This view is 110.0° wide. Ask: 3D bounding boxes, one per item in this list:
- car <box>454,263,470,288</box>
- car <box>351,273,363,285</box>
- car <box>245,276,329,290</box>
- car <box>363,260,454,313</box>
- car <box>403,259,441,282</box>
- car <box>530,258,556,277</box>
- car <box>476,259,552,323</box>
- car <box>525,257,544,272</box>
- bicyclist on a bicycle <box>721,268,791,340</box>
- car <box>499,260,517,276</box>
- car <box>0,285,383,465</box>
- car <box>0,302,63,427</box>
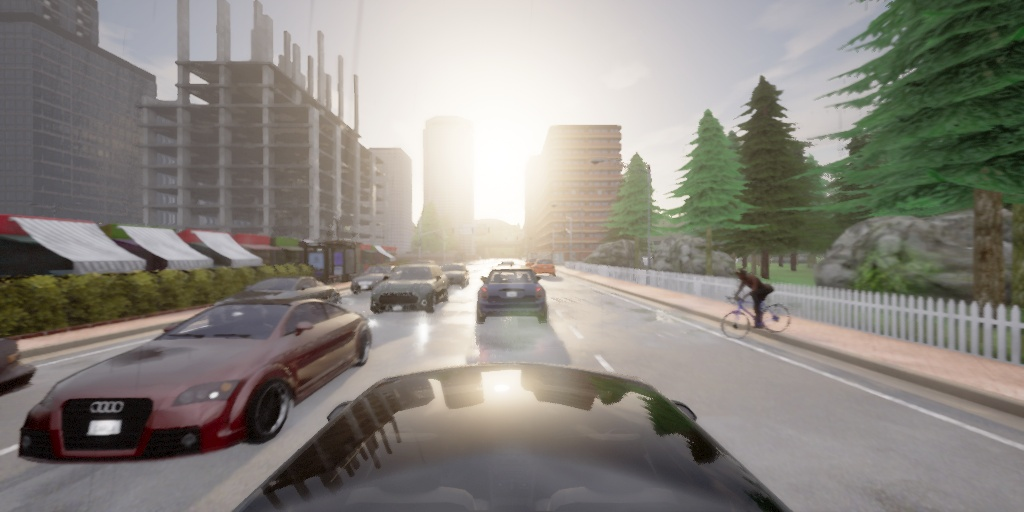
[{"bbox_3d":[-3.892,1.270,24.045,1.837,1.490,4.892,0,0,-1],"label":"car"},{"bbox_3d":[-7.341,1.276,20.255,2.128,1.511,4.902,0,0,-1],"label":"car"},{"bbox_3d":[-7.216,1.351,11.427,1.994,1.385,4.181,0,0,0],"label":"car"},{"bbox_3d":[-3.756,1.119,13.950,2.097,1.767,4.553,0,0,-1],"label":"car"},{"bbox_3d":[-7.455,1.135,30.168,2.097,1.767,4.553,0,0,0],"label":"car"},{"bbox_3d":[3.092,1.074,35.729,2.097,1.767,4.553,0,0,0],"label":"car"},{"bbox_3d":[-0.034,1.099,12.245,2.097,1.767,4.553,0,0,-1],"label":"car"},{"bbox_3d":[2.905,1.073,47.141,2.097,1.767,4.553,0,0,0],"label":"car"},{"bbox_3d":[5.611,1.085,8.357,1.656,1.620,0.582,-9,0,-1],"label":"bicyclist on a bicycle"},{"bbox_3d":[-0.433,1.248,38.286,1.837,1.490,4.892,0,0,-1],"label":"car"},{"bbox_3d":[-3.628,1.333,5.164,1.994,1.385,4.181,0,0,-1],"label":"car"},{"bbox_3d":[-7.085,1.336,2.178,2.033,1.411,5.357,0,0,-1],"label":"car"}]
